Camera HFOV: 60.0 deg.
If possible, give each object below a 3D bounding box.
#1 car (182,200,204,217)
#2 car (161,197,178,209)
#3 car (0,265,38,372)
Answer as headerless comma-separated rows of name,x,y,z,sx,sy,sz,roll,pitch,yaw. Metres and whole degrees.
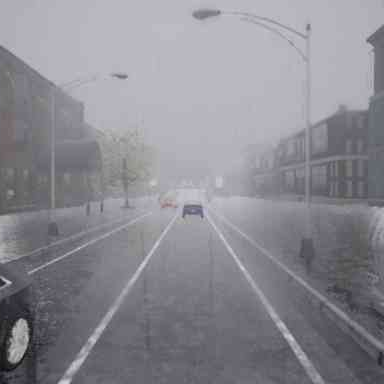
car,0.085,1.537,31.976,1.882,1.535,5.008,0,0,0
car,-3.097,1.456,46.241,2.097,1.767,4.553,0,0,0
car,-3.102,1.503,2.837,1.837,1.490,4.892,0,0,0
